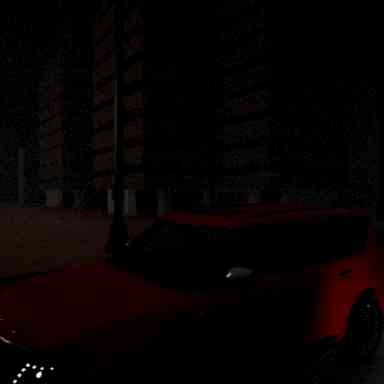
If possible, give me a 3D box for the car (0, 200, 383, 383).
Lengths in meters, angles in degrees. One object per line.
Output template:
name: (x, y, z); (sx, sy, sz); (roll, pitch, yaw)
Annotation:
car: (0.442, 1.222, 4.317); (5.566, 2.045, 2.150); (0, 0, -36)
